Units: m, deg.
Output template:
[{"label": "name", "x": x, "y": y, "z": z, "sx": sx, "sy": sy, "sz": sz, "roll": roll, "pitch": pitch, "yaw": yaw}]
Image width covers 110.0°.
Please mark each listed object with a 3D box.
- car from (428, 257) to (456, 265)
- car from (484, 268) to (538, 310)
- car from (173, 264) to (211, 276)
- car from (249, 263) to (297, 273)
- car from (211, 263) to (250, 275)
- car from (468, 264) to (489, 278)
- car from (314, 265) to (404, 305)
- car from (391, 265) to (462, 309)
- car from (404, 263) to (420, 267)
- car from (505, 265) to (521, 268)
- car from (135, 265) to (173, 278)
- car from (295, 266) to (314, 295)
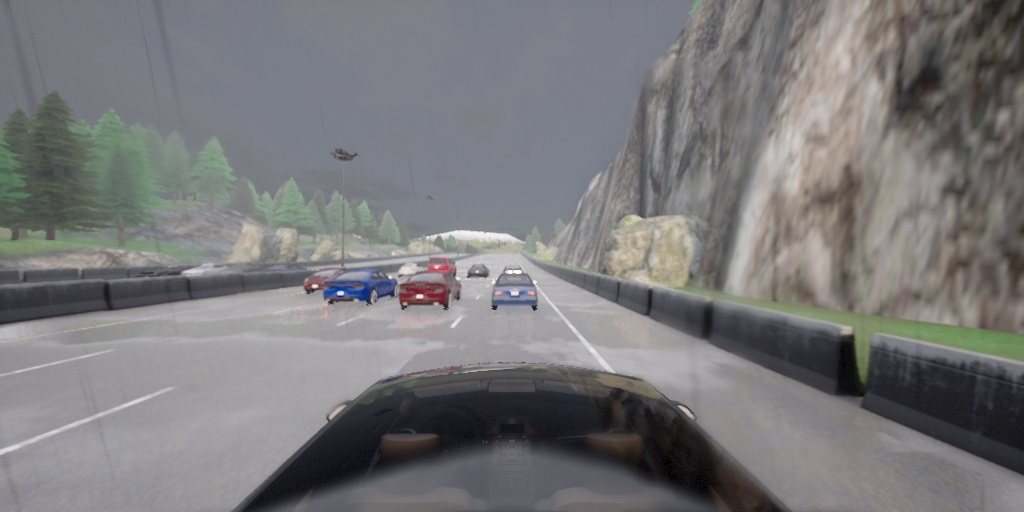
[{"label": "car", "x": -6.897, "y": 1.148, "z": 35.540, "sx": 2.150, "sy": 2.045, "sz": 5.566, "roll": 0, "pitch": 0, "yaw": 0}, {"label": "car", "x": 0.101, "y": 1.420, "z": 15.533, "sx": 2.033, "sy": 1.411, "sz": 5.357, "roll": 0, "pitch": 0, "yaw": 0}, {"label": "car", "x": -28.092, "y": 1.456, "z": 33.268, "sx": 1.812, "sy": 1.442, "sz": 4.674, "roll": 0, "pitch": 0, "yaw": 0}, {"label": "car", "x": -21.097, "y": 1.477, "z": 33.166, "sx": 2.033, "sy": 1.411, "sz": 5.357, "roll": 0, "pitch": 0, "yaw": 0}, {"label": "car", "x": -24.593, "y": 1.421, "z": 33.252, "sx": 2.128, "sy": 1.511, "sz": 4.902, "roll": 0, "pitch": 0, "yaw": 0}, {"label": "car", "x": -3.398, "y": 1.489, "z": 36.966, "sx": 1.994, "sy": 1.385, "sz": 4.181, "roll": 0, "pitch": 0, "yaw": 0}, {"label": "car", "x": -6.899, "y": 1.360, "z": 16.907, "sx": 1.882, "sy": 1.535, "sz": 5.008, "roll": 0, "pitch": 0, "yaw": 0}, {"label": "car", "x": -3.398, "y": 1.352, "z": 15.684, "sx": 1.882, "sy": 1.535, "sz": 5.008, "roll": 0, "pitch": 0, "yaw": 0}, {"label": "car", "x": -10.397, "y": 1.451, "z": 37.391, "sx": 1.812, "sy": 1.442, "sz": 4.674, "roll": 0, "pitch": 0, "yaw": 0}, {"label": "car", "x": 0.103, "y": 1.527, "z": 34.614, "sx": 1.895, "sy": 1.301, "sz": 4.718, "roll": 0, "pitch": 0, "yaw": 0}, {"label": "car", "x": -31.592, "y": 1.531, "z": 33.202, "sx": 1.895, "sy": 1.301, "sz": 4.718, "roll": 0, "pitch": 0, "yaw": 0}, {"label": "car", "x": -10.414, "y": 1.429, "z": 21.236, "sx": 1.812, "sy": 1.442, "sz": 4.674, "roll": 0, "pitch": 0, "yaw": 0}]
